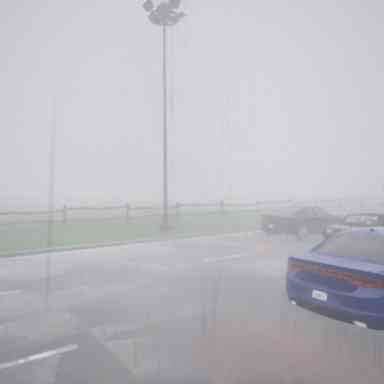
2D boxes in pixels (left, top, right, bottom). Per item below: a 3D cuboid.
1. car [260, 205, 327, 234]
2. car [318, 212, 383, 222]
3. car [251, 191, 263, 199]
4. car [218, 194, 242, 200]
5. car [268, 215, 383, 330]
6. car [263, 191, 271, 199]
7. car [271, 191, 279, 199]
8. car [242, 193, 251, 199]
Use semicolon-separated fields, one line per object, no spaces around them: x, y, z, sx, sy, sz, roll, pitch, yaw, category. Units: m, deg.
5.544;1.372;16.301;5.008;1.535;1.882;0;0;-35;car
7.366;1.497;13.302;4.718;1.301;1.895;-1;0;-36;car
14.163;1.067;82.295;2.033;1.411;5.357;-1;0;-36;car
8.511;1.121;78.166;2.033;1.411;5.357;-1;0;-36;car
3.993;1.424;6.596;5.008;1.535;1.882;-1;0;-36;car
16.989;1.053;84.360;1.994;1.385;4.181;-1;0;-36;car
19.831;0.699;86.399;2.150;2.045;5.566;-1;0;-36;car
11.337;1.107;80.230;1.994;1.385;4.181;-1;0;-36;car
